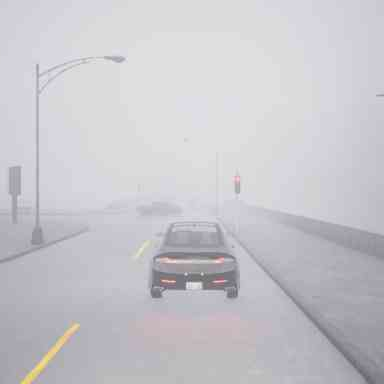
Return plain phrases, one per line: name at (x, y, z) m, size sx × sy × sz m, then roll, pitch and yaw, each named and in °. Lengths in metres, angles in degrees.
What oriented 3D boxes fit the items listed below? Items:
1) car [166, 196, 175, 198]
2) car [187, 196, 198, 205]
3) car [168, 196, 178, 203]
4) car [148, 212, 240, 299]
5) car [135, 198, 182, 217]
car at (-4.118, 1.547, 50.860) m, size 2.033 × 1.411 × 5.357 m, roll 0°, pitch 0°, yaw 0°
car at (0.064, 1.491, 57.137) m, size 2.128 × 1.511 × 4.902 m, roll 0°, pitch 0°, yaw 0°
car at (-4.029, 1.552, 70.343) m, size 1.994 × 1.385 × 4.181 m, roll 0°, pitch 0°, yaw 0°
car at (0.059, 1.492, 8.469) m, size 2.128 × 1.511 × 4.902 m, roll 0°, pitch 0°, yaw 0°
car at (-2.965, 1.525, 30.316) m, size 4.674 × 1.442 × 1.812 m, roll 0°, pitch 1°, yaw -45°
